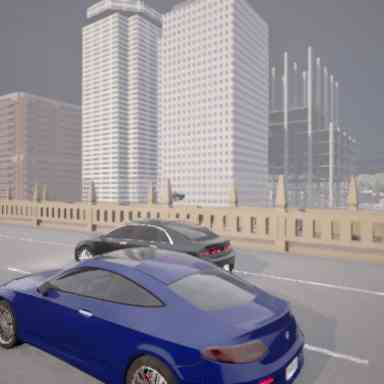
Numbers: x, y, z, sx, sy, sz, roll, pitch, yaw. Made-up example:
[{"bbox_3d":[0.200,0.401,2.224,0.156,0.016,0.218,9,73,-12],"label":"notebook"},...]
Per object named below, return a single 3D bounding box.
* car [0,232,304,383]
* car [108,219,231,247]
[{"bbox_3d":[-0.905,1.522,4.572,4.674,1.442,1.812,0,0,36],"label":"car"},{"bbox_3d":[-1.208,1.499,9.071,4.892,1.490,1.837,0,0,35],"label":"car"}]
